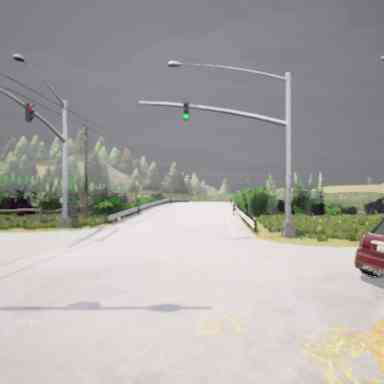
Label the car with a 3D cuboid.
[{"bbox_3d":[6.544,1.358,8.226,4.553,1.767,2.097,0,0,-11],"label":"car"}]
